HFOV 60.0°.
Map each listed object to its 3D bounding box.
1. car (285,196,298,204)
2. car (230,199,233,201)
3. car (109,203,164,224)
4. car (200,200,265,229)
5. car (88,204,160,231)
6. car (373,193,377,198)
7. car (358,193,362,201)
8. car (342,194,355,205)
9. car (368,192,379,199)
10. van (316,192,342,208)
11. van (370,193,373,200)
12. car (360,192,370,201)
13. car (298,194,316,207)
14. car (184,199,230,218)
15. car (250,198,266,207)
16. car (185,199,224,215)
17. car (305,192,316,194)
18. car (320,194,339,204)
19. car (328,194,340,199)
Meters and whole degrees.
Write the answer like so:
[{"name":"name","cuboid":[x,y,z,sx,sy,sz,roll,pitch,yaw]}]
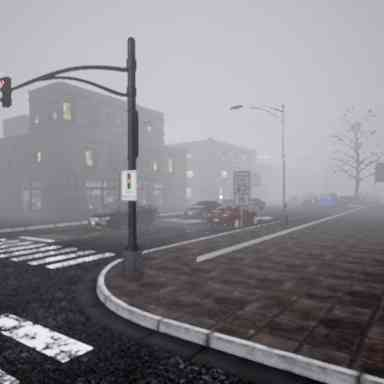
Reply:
[{"name":"car","cuboid":[17.021,1.340,56.711,1.802,1.307,4.206,0,0,35]},{"name":"car","cuboid":[4.487,1.469,38.505,1.947,1.339,4.313,0,0,35]},{"name":"car","cuboid":[-4.239,1.587,25.829,1.802,1.307,4.206,0,0,35]},{"name":"car","cuboid":[2.663,1.476,21.076,1.887,1.381,4.507,0,0,35]},{"name":"car","cuboid":[-4.313,1.499,21.165,2.128,1.511,4.902,-1,0,35]},{"name":"car","cuboid":[39.591,1.053,74.718,1.887,1.381,4.507,0,0,35]},{"name":"car","cuboid":[27.057,1.193,56.511,1.887,1.381,4.507,0,0,35]},{"name":"car","cuboid":[23.924,1.250,51.960,1.947,1.339,4.313,0,0,35]},{"name":"car","cuboid":[45.858,0.880,83.822,1.967,1.590,4.097,0,0,35]},{"name":"van","cuboid":[17.655,1.097,42.855,1.690,1.788,3.998,0,0,35]},{"name":"van","cuboid":[36.456,0.884,70.166,1.690,1.788,3.998,0,0,35]},{"name":"car","cuboid":[33.324,1.018,65.615,1.967,1.590,4.097,0,0,35]},{"name":"car","cuboid":[16.787,1.365,46.172,1.895,1.301,4.718,-1,0,34]},{"name":"car","cuboid":[1.181,1.469,29.139,1.812,1.442,4.674,-1,0,35]},{"name":"car","cuboid":[6.735,1.404,37.201,1.812,1.442,4.674,-1,0,35]},{"name":"car","cuboid":[1.354,1.490,33.953,2.008,1.369,4.403,0,0,35]},{"name":"car","cuboid":[23.287,1.002,65.815,2.192,1.841,5.009,0,0,35]},{"name":"car","cuboid":[22.601,1.175,54.633,1.882,1.535,5.008,-1,0,34]},{"name":"car","cuboid":[35.822,1.093,84.022,1.887,1.381,4.507,0,0,35]}]
